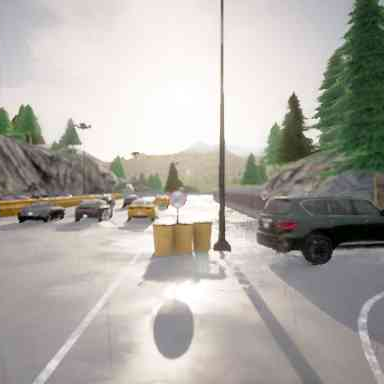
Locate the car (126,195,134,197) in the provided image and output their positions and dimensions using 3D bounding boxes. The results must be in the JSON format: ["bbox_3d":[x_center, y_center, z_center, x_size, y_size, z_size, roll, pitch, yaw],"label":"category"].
[{"bbox_3d":[-7.338,1.181,41.423,1.837,1.490,4.892,0,0,-1],"label":"car"}]

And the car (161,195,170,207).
[{"bbox_3d":[-3.868,1.141,42.975,1.882,1.535,5.008,0,0,-1],"label":"car"}]

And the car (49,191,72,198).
[{"bbox_3d":[-21.747,1.054,56.227,2.128,1.511,4.902,0,0,-1],"label":"car"}]

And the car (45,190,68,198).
[{"bbox_3d":[-25.285,0.640,63.480,2.150,2.045,5.566,0,0,1],"label":"car"}]

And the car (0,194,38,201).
[{"bbox_3d":[-21.446,1.281,41.111,1.895,1.301,4.718,0,0,-1],"label":"car"}]

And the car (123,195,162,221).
[{"bbox_3d":[-3.606,1.280,25.178,1.882,1.535,5.008,0,0,0],"label":"car"}]

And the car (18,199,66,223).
[{"bbox_3d":[-10.594,1.378,23.788,1.994,1.385,4.181,0,0,0],"label":"car"}]

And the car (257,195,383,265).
[{"bbox_3d":[4.943,1.131,11.248,5.566,2.045,2.150,0,-2,-16],"label":"car"}]

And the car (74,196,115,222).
[{"bbox_3d":[-7.098,1.313,24.439,1.837,1.490,4.892,0,0,0],"label":"car"}]

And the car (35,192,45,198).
[{"bbox_3d":[-28.788,0.703,63.157,1.882,1.535,5.008,0,0,0],"label":"car"}]
